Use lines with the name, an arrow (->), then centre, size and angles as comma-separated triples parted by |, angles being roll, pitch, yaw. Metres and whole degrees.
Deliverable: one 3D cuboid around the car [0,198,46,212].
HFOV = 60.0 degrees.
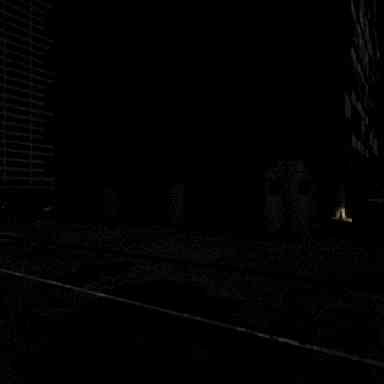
car -> -19.790, 1.492, 39.438 | 2.128, 1.511, 4.902 | 0, 0, 33
